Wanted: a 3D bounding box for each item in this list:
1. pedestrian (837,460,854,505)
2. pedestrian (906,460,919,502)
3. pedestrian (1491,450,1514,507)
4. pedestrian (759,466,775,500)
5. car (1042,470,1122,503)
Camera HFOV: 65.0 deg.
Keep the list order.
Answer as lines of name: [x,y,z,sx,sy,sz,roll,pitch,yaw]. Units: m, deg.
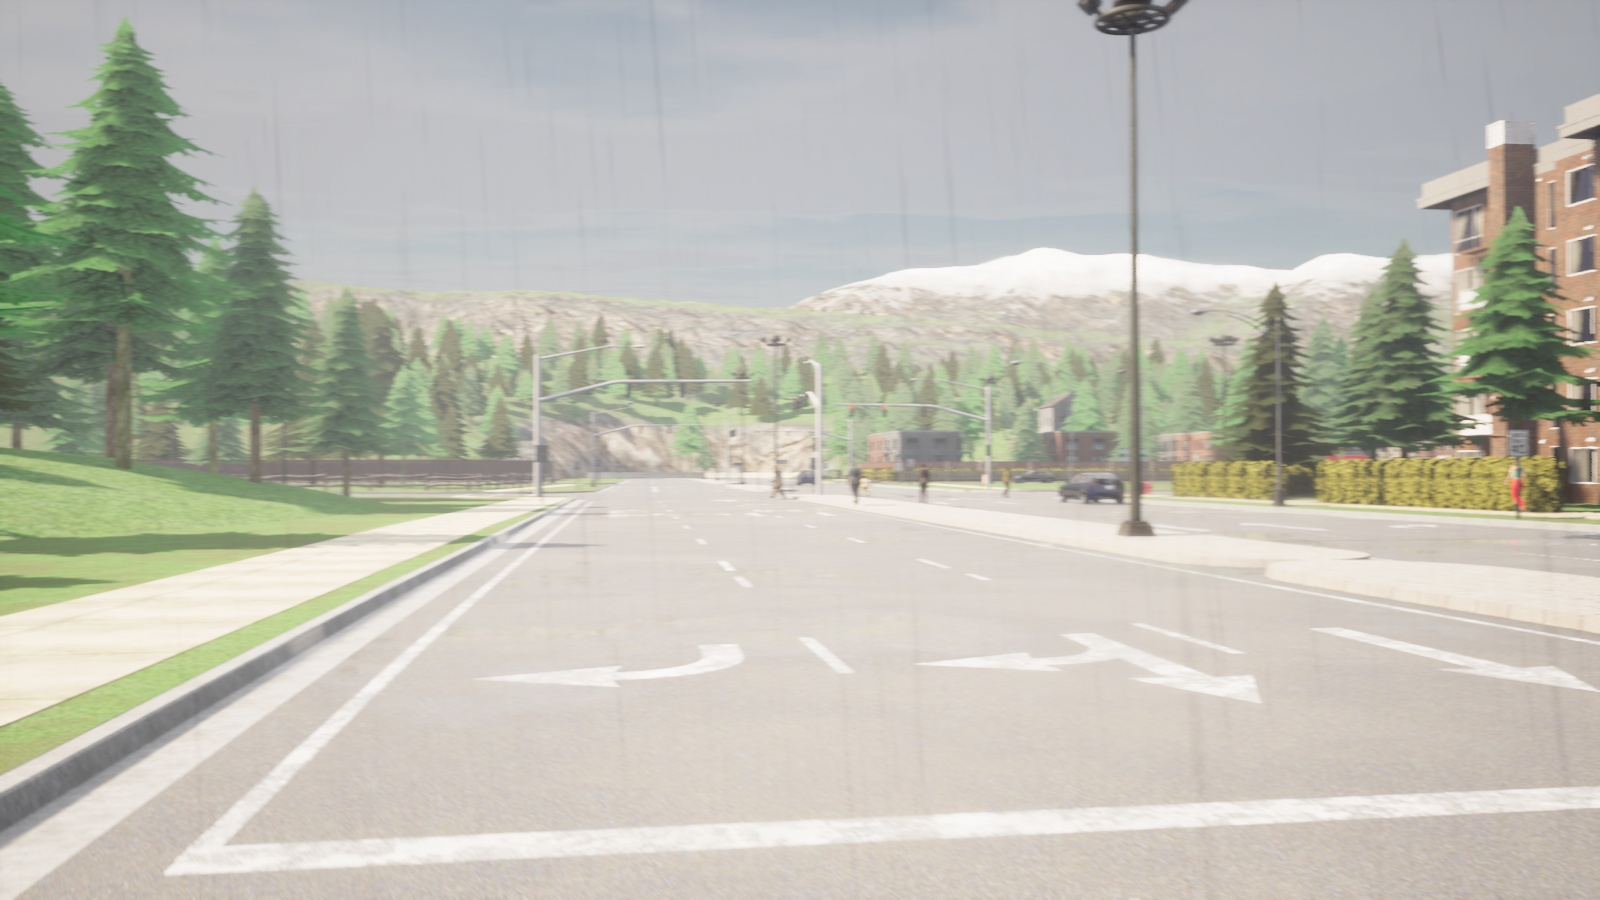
pedestrian: [1.856,1.332,51.667,0.540,1.848,0.694,0,-1,-10]
pedestrian: [4.855,1.337,54.165,0.328,1.805,0.869,0,-1,-8]
pedestrian: [22.943,0.929,41.010,0.345,1.836,0.594,0,-1,-8]
pedestrian: [-1.797,1.788,68.335,0.694,1.848,0.540,0,-1,-16]
car: [13.412,1.704,60.067,2.163,1.488,4.792,0,-1,-8]
